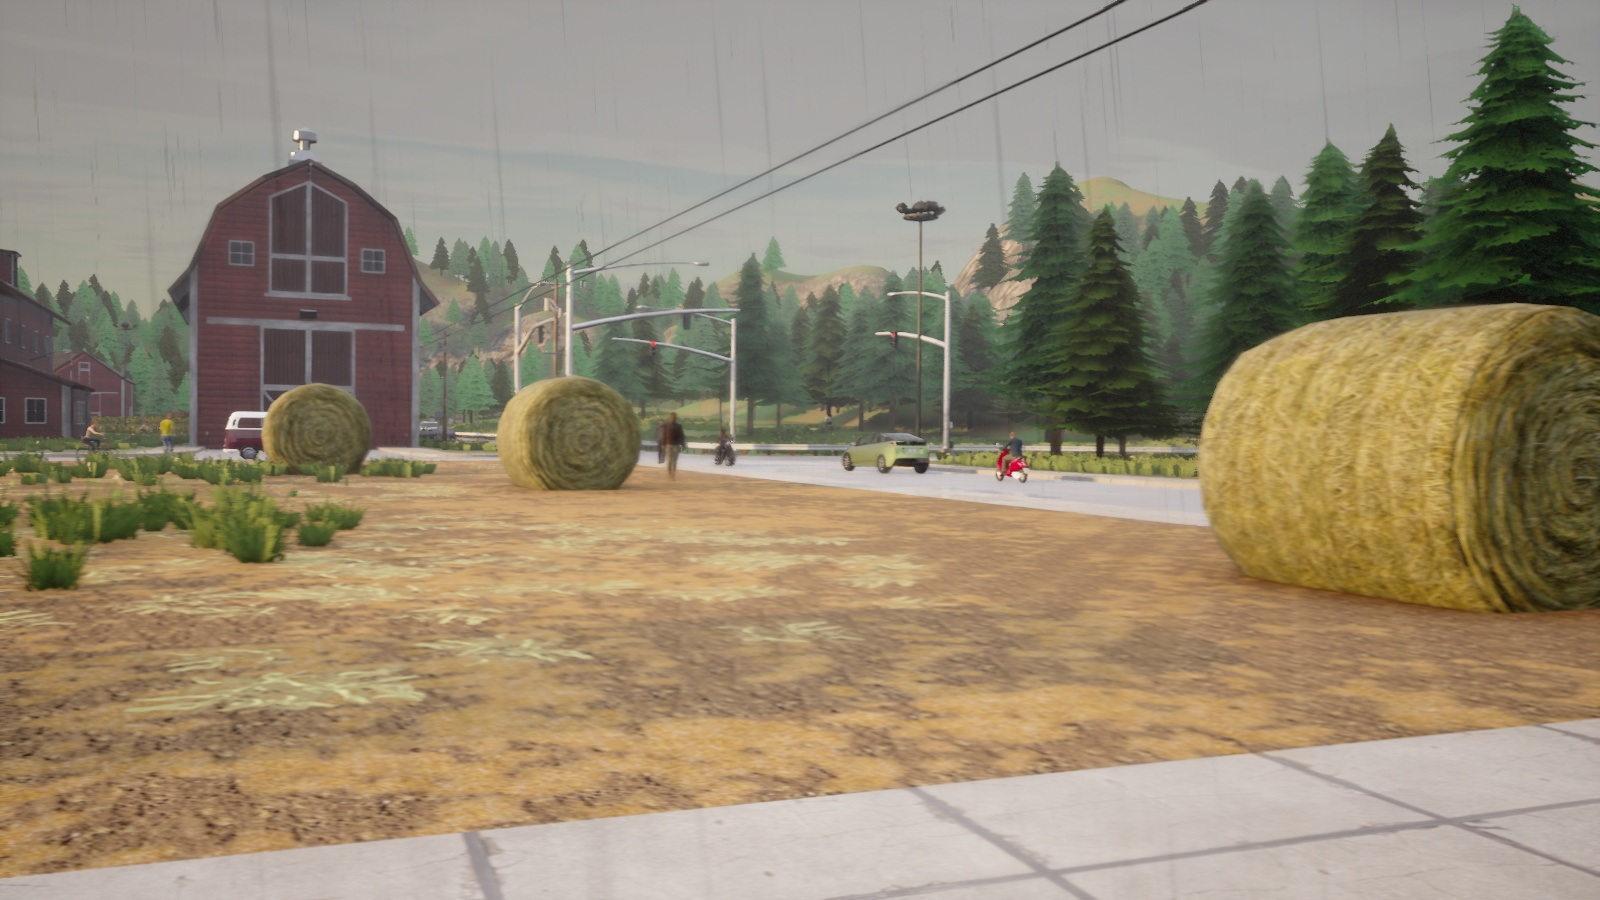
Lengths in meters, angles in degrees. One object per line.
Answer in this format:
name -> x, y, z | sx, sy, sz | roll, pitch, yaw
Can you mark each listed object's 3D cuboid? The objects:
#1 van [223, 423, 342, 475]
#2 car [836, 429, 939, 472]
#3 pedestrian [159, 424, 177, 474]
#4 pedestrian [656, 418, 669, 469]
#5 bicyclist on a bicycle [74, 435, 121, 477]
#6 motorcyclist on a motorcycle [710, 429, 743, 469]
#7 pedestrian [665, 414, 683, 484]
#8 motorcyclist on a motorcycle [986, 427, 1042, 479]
van -> -21.519, -0.091, 52.246 | 4.480, 2.038, 2.069 | -1, 1, -24
car -> 3.244, -0.025, 47.359 | 2.007, 1.525, 4.514 | -1, 1, -23
pedestrian -> -23.247, -0.031, 46.201 | 0.354, 1.836, 0.706 | -1, 1, -7
pedestrian -> -5.370, -0.259, 48.967 | 0.423, 1.949, 0.788 | -1, 1, -12
bicyclist on a bicycle -> -27.645, 0.238, 49.460 | 1.509, 1.612, 0.866 | -1, 1, -24
motorcyclist on a motorcycle -> -3.147, -0.049, 53.345 | 0.766, 1.649, 2.350 | -1, 1, -20
pedestrian -> -3.313, -0.033, 33.026 | 0.431, 1.840, 0.703 | -1, 1, -7
motorcyclist on a motorcycle -> 6.696, 0.073, 39.403 | 0.866, 1.590, 1.817 | -1, 1, -23
